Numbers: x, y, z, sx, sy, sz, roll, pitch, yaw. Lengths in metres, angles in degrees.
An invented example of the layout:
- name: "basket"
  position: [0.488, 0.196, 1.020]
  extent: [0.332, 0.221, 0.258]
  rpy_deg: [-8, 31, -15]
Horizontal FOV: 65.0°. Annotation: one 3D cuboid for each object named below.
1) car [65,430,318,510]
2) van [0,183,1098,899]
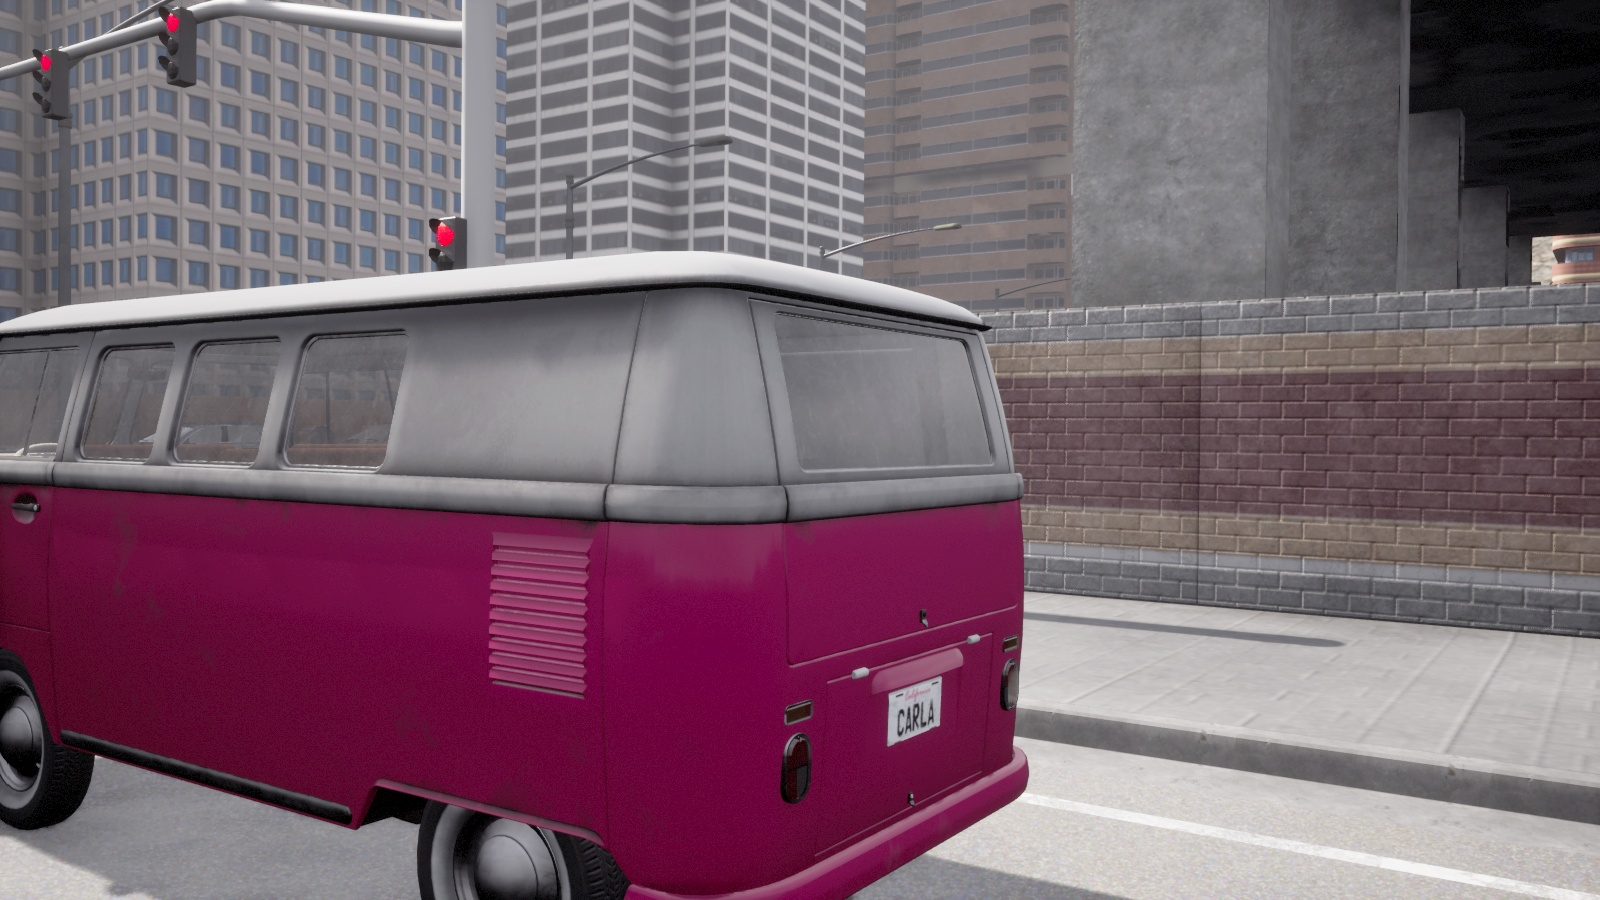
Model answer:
- name: "car"
  position: [-13.873, 0.392, 28.947]
  extent: [2.033, 1.649, 4.856]
  rpy_deg: [0, 1, 34]
- name: "van"
  position: [-1.387, 0.435, 4.539]
  extent: [4.442, 1.987, 1.775]
  rpy_deg: [0, 1, 34]
